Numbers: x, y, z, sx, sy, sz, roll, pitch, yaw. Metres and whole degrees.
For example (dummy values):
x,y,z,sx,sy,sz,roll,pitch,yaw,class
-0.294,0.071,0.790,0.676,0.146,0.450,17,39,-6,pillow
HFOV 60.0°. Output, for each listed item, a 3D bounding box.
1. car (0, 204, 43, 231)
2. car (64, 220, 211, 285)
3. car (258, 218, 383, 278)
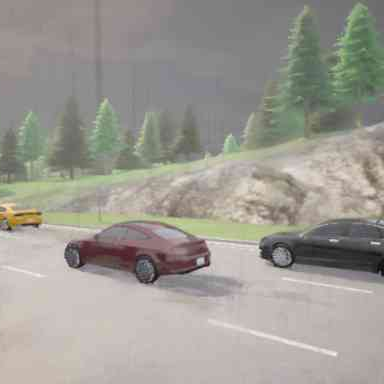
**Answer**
x,y,z,sx,sy,sz,roll,pitch,yaw,class
-11.312,1.481,20.704,5.008,1.535,1.882,0,0,36,car
-1.663,1.527,9.477,4.674,1.442,1.812,0,0,36,car
4.311,1.505,9.516,4.892,1.490,1.837,0,0,36,car
